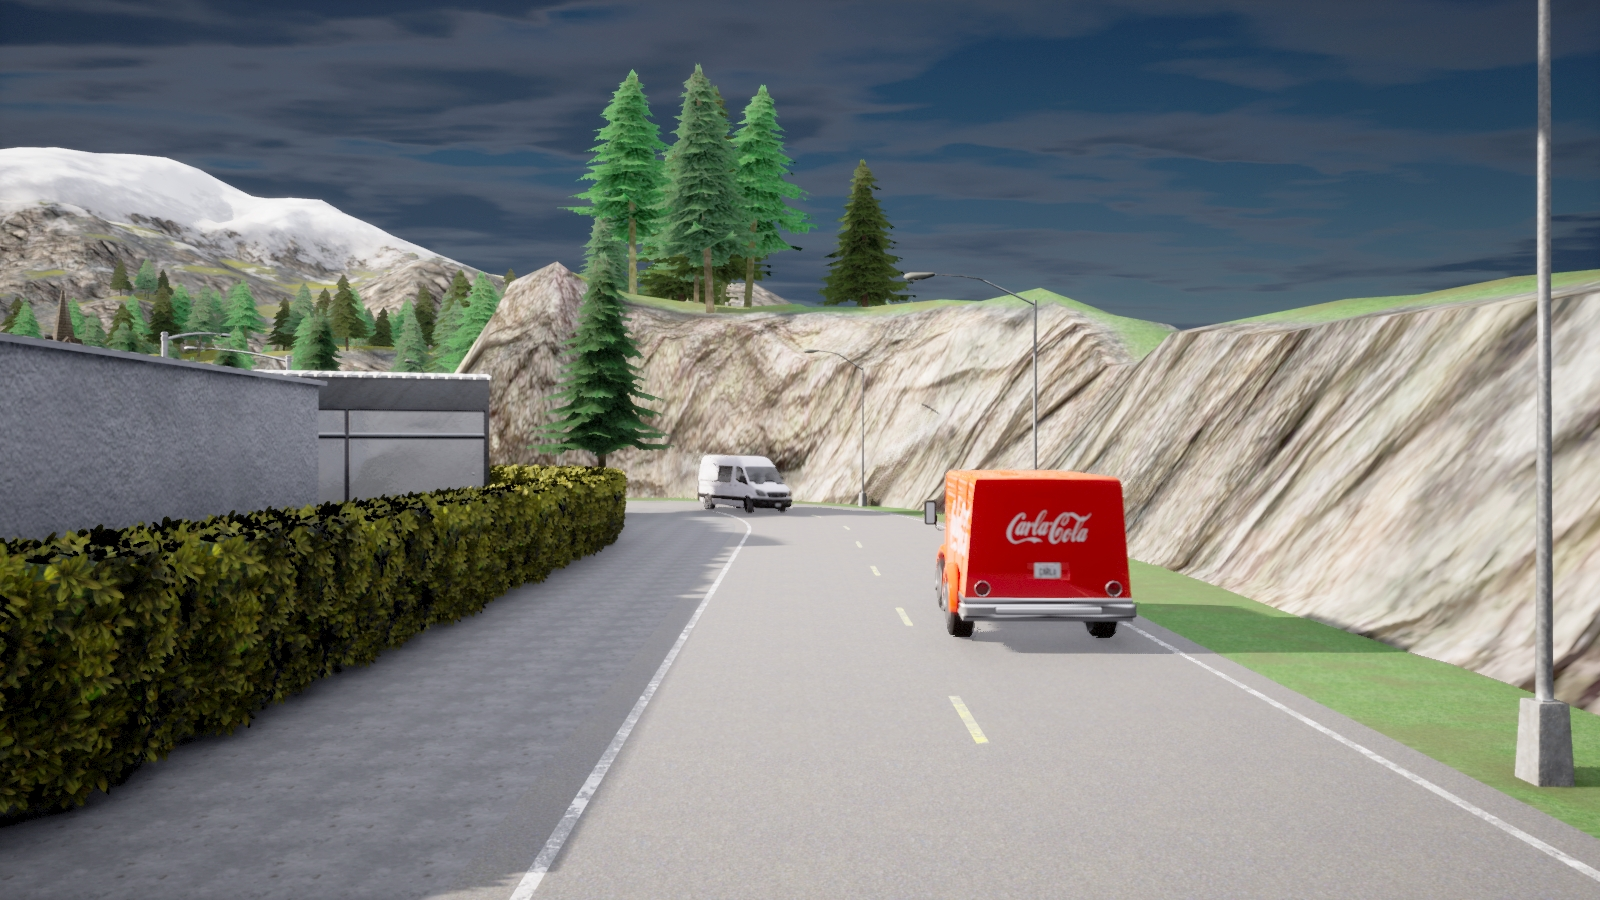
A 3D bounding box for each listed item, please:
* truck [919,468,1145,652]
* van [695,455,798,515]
[{"bbox_3d":[3.479,1.564,18.416,2.627,2.467,5.204,0,0,1],"label":"truck"},{"bbox_3d":[-2.534,1.532,52.388,1.988,2.561,5.915,2,-1,-33],"label":"van"}]
